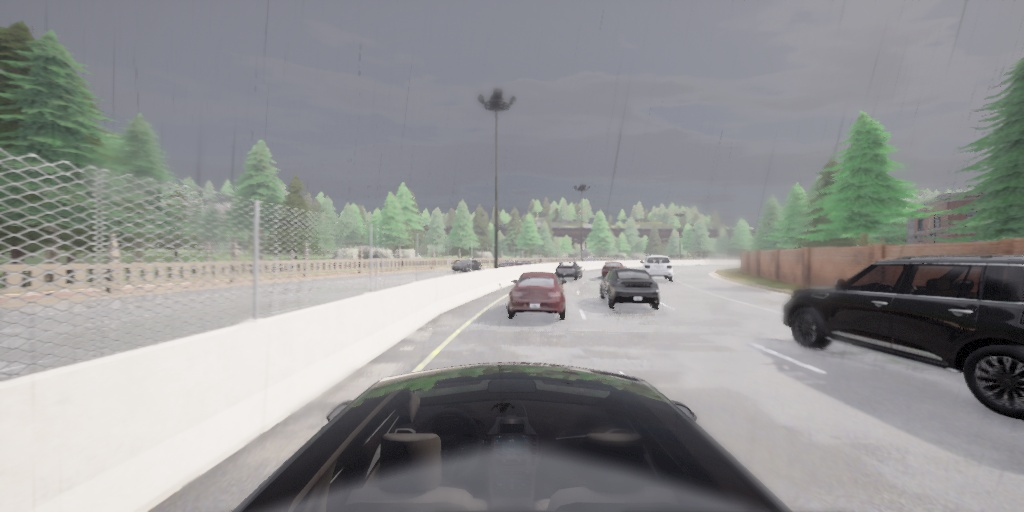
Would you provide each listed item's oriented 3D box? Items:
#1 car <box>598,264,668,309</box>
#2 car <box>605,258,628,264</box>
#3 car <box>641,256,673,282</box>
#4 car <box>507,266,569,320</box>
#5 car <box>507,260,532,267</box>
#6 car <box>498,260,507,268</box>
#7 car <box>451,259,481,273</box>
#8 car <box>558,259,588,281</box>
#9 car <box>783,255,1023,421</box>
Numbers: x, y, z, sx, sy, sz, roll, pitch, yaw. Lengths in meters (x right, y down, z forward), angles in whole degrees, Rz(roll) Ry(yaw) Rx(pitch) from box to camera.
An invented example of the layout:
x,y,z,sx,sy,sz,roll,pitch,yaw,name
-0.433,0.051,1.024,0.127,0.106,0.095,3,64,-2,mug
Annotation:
x,y,z,sx,sy,sz,roll,pitch,yaw,name
4.801,1.262,15.052,1.837,1.490,4.892,0,0,8,car
9.095,1.235,31.972,1.882,1.535,5.008,0,0,19,car
12.034,0.996,29.880,2.150,2.045,5.566,0,0,19,car
0.940,1.267,12.634,1.812,1.442,4.674,0,0,7,car
1.444,1.273,41.606,1.994,1.385,4.181,0,0,23,car
-0.486,1.258,45.845,1.994,1.385,4.181,0,0,26,car
-5.435,1.177,43.270,1.837,1.490,4.892,0,0,23,car
4.847,1.231,30.268,2.128,1.511,4.902,0,0,18,car
7.294,1.002,5.948,2.150,2.045,5.566,0,0,3,car
